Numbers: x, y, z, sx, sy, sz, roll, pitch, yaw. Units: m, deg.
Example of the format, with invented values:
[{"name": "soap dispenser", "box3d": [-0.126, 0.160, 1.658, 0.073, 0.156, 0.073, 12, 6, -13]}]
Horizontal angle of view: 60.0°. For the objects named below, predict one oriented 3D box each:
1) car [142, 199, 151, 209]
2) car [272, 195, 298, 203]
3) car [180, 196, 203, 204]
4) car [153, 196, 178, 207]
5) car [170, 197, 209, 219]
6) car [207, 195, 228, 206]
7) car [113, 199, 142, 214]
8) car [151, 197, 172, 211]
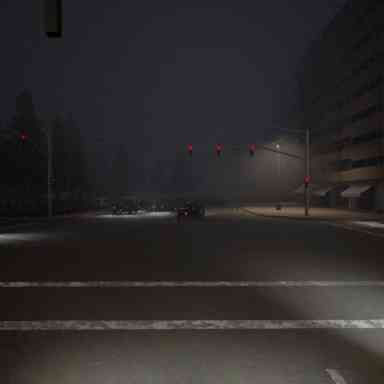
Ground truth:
[{"name": "car", "box3d": [-6.398, 1.601, 44.125, 1.895, 1.301, 4.718, 0, 0, 6]}, {"name": "car", "box3d": [18.520, 1.478, 67.542, 5.008, 1.535, 1.882, 0, 0, -33]}, {"name": "car", "box3d": [-0.010, 1.491, 63.128, 2.128, 1.511, 4.902, 0, 0, 32]}, {"name": "car", "box3d": [-4.269, 1.491, 53.968, 2.128, 1.511, 4.902, 0, 0, 20]}, {"name": "car", "box3d": [-0.090, 1.502, 29.271, 2.128, 1.511, 4.902, 0, 1, 9]}, {"name": "car", "box3d": [4.472, 1.352, 56.519, 2.097, 1.767, 4.553, 0, 0, 26]}, {"name": "car", "box3d": [-6.945, 1.526, 35.047, 1.812, 1.442, 4.674, 0, 0, 2]}, {"name": "car", "box3d": [-3.208, 1.491, 40.629, 2.128, 1.511, 4.902, 0, 0, 4]}]
